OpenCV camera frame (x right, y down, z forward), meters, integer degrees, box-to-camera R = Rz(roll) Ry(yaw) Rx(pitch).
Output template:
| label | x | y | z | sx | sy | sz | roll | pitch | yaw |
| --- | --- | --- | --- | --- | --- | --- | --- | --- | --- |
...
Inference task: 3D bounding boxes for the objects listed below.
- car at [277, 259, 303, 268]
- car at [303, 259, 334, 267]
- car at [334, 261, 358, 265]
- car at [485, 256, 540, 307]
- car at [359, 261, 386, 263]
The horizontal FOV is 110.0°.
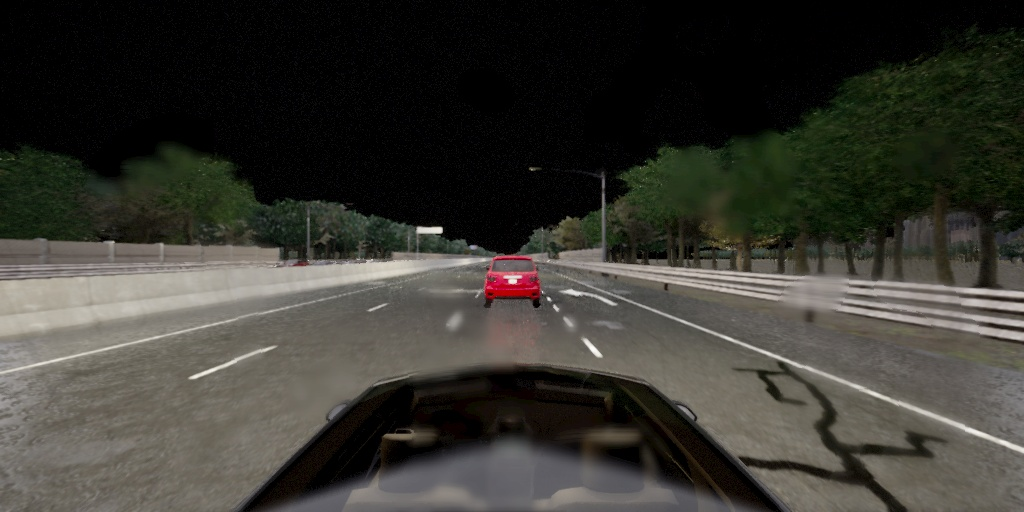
| label | x | y | z | sx | sy | sz | roll | pitch | yaw |
| --- | --- | --- | --- | --- | --- | --- | --- | --- | --- |
| car | -28.090 | 1.180 | 46.305 | 2.097 | 1.767 | 4.553 | 0 | 0 | 0 |
| car | -24.597 | 1.377 | 47.163 | 2.033 | 1.411 | 5.357 | 0 | 0 | 1 |
| car | -21.105 | 1.393 | 47.372 | 1.994 | 1.385 | 4.181 | 0 | 0 | 0 |
| car | 0.017 | 1.029 | 15.773 | 2.150 | 2.045 | 5.566 | 0 | 0 | 0 |
| car | -17.604 | 1.376 | 47.188 | 2.033 | 1.411 | 5.357 | 0 | 0 | 1 |
